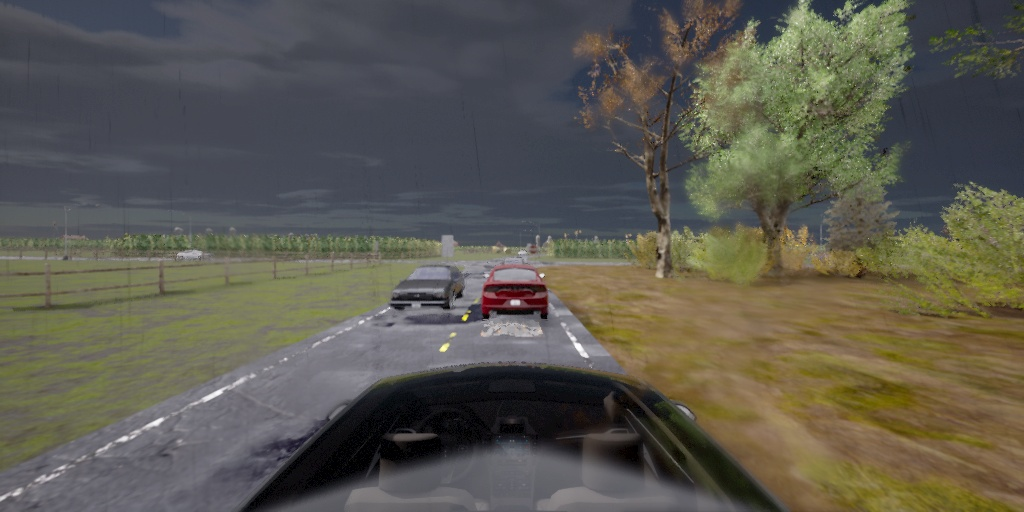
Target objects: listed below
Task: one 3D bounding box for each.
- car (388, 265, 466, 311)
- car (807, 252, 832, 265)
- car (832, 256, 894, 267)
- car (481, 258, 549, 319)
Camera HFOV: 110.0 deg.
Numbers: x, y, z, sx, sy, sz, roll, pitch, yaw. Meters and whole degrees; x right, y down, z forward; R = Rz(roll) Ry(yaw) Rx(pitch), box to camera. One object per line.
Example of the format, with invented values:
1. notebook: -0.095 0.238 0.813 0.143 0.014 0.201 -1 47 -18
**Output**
1. car: -2.854 1.041 13.336 2.033 1.411 5.357 0 1 0
2. car: 42.949 0.235 47.975 5.566 2.045 2.150 0 1 7
3. car: 43.666 0.637 44.322 5.357 1.411 2.033 0 1 7
4. car: 0.084 1.006 11.786 1.882 1.535 5.008 0 1 0
